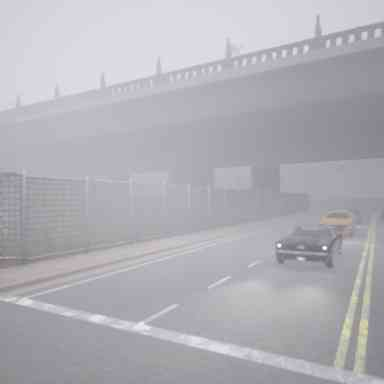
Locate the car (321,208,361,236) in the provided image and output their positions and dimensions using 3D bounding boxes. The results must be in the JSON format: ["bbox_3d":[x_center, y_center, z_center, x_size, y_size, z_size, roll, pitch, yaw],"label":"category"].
[{"bbox_3d":[9.715,1.954,21.873,1.882,1.535,5.008,-1,-2,29],"label":"car"}]

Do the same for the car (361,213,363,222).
[{"bbox_3d":[14.849,2.194,31.013,2.033,1.411,5.357,-1,-2,29],"label":"car"}]

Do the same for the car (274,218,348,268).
[{"bbox_3d":[4.630,1.909,12.791,1.895,1.301,4.718,-1,-2,29],"label":"car"}]

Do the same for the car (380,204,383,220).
[{"bbox_3d":[21.695,1.914,35.818,2.150,2.045,5.566,-1,-1,29],"label":"car"}]
